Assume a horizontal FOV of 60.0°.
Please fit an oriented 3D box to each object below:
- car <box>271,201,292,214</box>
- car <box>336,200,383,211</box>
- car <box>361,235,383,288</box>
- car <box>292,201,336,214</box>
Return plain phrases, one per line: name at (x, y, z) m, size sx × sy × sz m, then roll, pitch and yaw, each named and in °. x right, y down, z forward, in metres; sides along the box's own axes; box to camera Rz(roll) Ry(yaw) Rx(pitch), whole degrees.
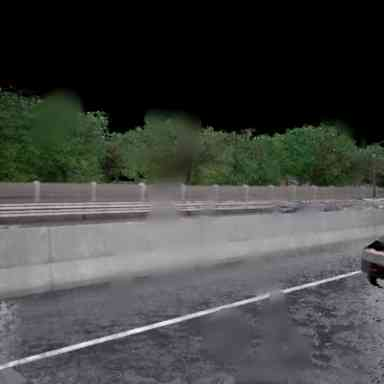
car at (10.203, 1.628, 32.743) m, size 5.357 × 1.411 × 2.033 m, roll 0°, pitch 0°, yaw -35°
car at (14.105, 1.431, 26.926) m, size 4.553 × 1.767 × 2.097 m, roll 0°, pitch 0°, yaw -35°
car at (6.006, 1.498, 8.022) m, size 4.902 × 1.511 × 2.128 m, roll 0°, pitch 0°, yaw -35°
car at (11.604, 1.625, 29.444) m, size 5.357 × 1.411 × 2.033 m, roll 0°, pitch 0°, yaw -35°
